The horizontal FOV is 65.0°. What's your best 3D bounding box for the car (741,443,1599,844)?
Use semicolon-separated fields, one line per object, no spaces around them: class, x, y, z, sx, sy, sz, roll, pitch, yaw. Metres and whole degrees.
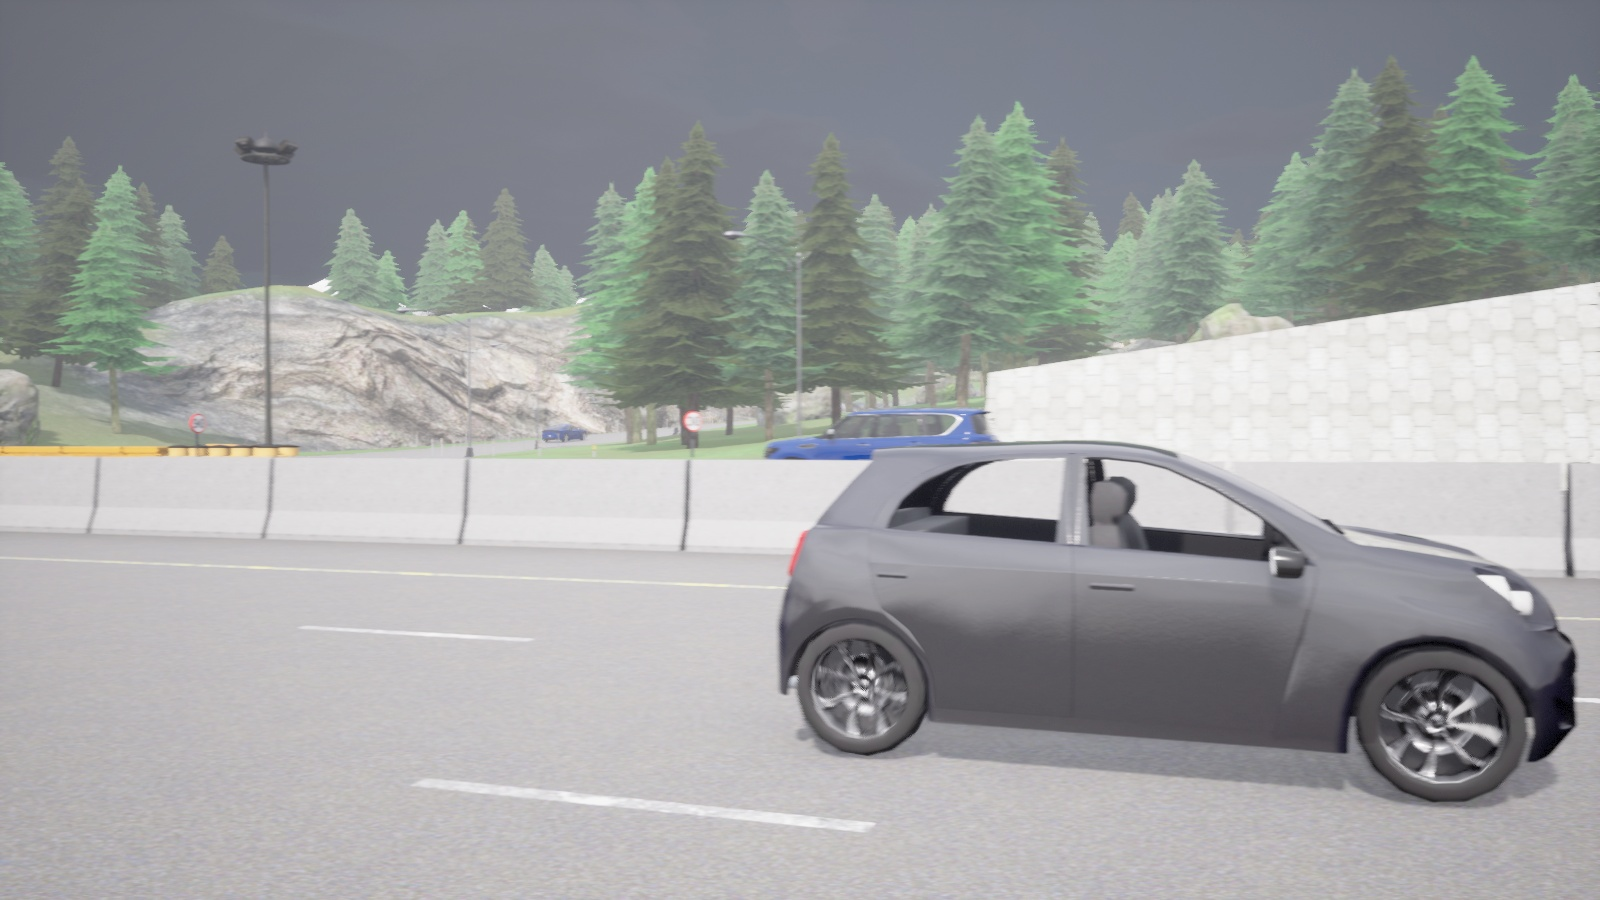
car;1.740;0.745;6.300;3.633;1.501;1.845;1;1;19

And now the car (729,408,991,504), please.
car;1.384;0.092;28.570;5.566;2.045;2.150;0;1;19
